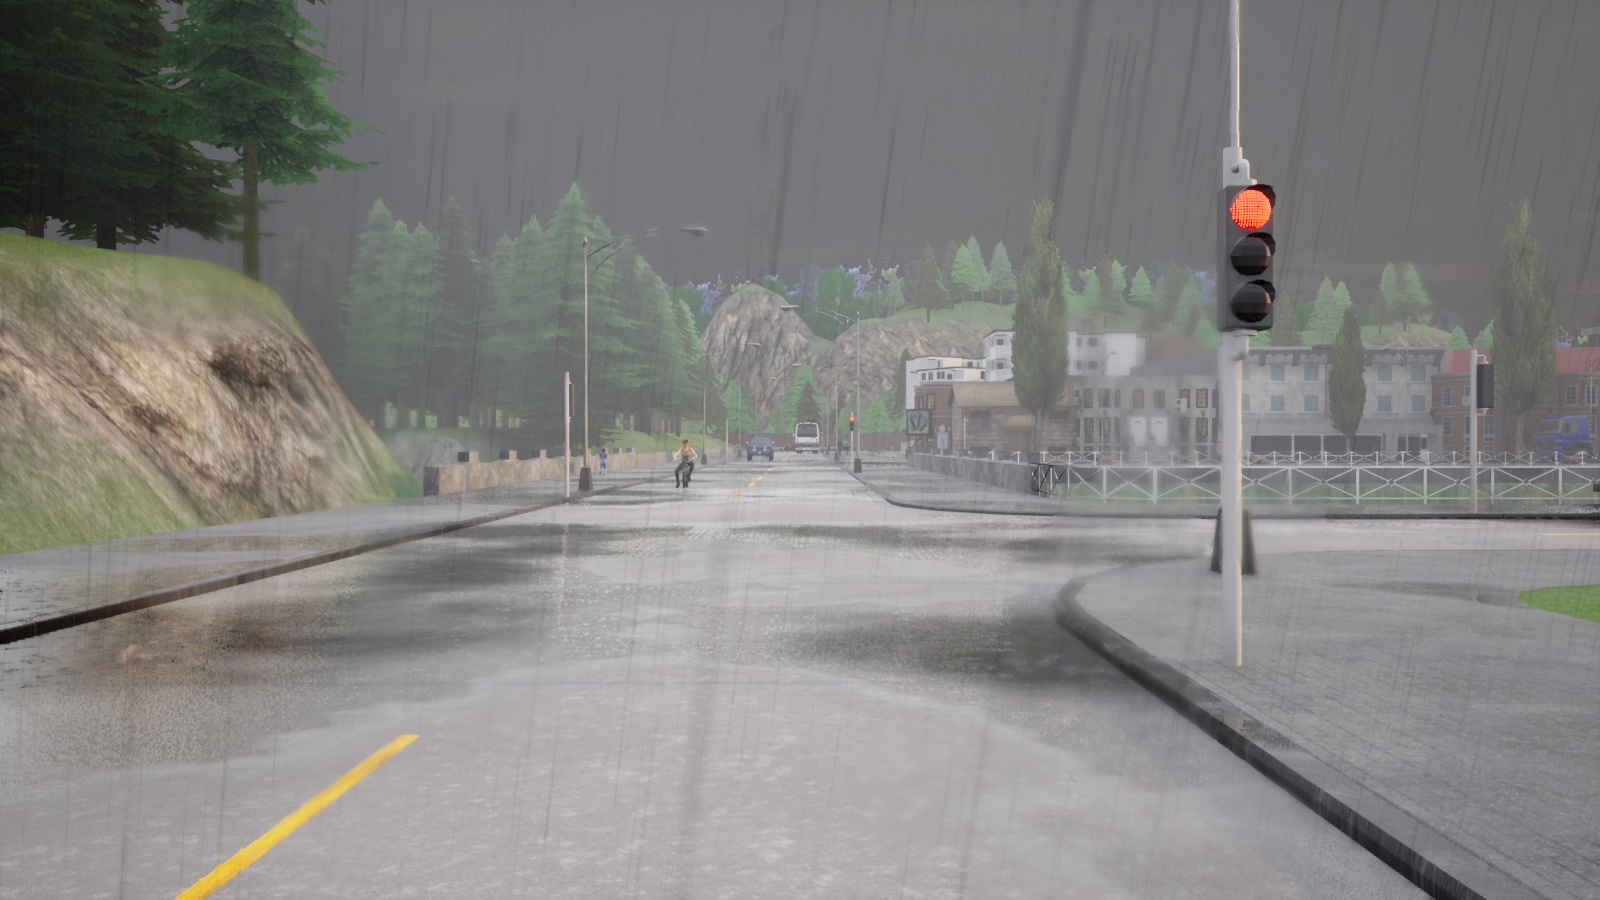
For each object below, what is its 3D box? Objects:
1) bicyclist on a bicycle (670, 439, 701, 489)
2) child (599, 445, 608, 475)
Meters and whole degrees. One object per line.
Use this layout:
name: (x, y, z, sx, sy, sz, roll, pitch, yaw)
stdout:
bicyclist on a bicycle: (-3.753, 0.447, 41.180, 0.866, 1.612, 1.509, 0, 0, 0)
child: (-8.263, 0.432, 52.810, 0.270, 1.263, 0.437, 0, 0, 3)
